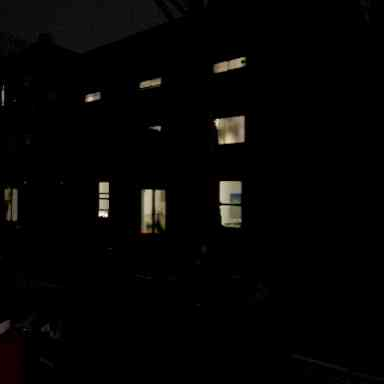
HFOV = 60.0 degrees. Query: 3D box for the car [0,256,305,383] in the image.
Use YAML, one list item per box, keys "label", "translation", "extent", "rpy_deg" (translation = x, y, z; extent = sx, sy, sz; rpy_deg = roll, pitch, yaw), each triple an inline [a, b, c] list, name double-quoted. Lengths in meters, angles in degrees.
- label: "car"
  translation: [-0.969, 1.583, 3.594]
  extent: [4.206, 1.307, 1.802]
  rpy_deg: [0, 1, 35]
